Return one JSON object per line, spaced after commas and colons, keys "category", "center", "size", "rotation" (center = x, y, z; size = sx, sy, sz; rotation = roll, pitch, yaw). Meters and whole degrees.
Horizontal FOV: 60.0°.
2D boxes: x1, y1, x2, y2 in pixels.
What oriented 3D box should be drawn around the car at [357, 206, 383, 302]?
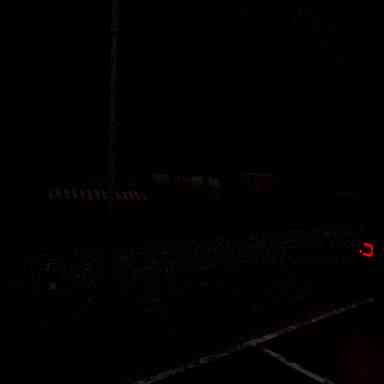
{"category": "car", "center": [5.725, 1.230, 6.981], "size": [5.566, 2.045, 2.150], "rotation": [0, 0, -35]}
